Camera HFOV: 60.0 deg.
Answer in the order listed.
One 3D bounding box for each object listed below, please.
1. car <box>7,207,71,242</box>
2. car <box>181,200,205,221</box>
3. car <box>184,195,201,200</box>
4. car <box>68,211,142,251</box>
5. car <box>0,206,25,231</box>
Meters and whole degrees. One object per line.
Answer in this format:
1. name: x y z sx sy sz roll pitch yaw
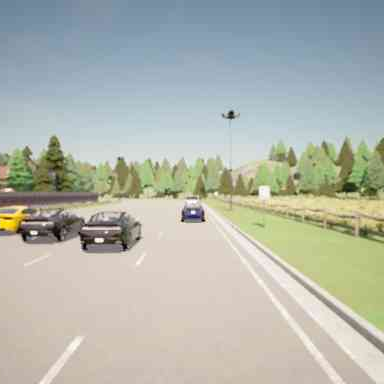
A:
1. car: -6.899 1.588 16.947 2.128 1.511 4.902 0 0 0
2. car: 0.097 1.666 28.558 2.163 1.488 4.792 0 0 0
3. car: 0.035 1.483 45.540 2.150 2.045 5.566 0 0 0
4. car: -3.400 1.575 14.635 2.128 1.511 4.902 0 0 0
5. car: -10.400 1.592 20.041 1.882 1.535 5.008 0 0 0
